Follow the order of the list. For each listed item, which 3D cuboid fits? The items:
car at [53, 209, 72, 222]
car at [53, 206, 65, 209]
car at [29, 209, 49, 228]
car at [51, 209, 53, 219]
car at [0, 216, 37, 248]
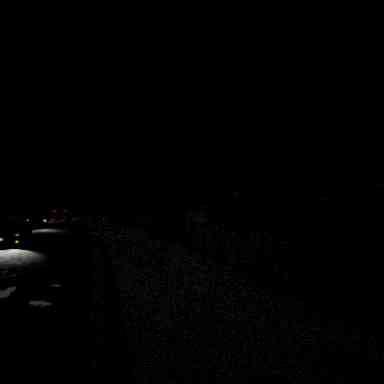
[{"bbox_3d":[-18.210,3.444,47.185,1.994,1.385,4.181,2,-3,-25],"label":"car"},{"bbox_3d":[-22.503,3.454,56.100,2.150,2.045,5.566,2,-3,-27],"label":"car"},{"bbox_3d":[-15.399,2.743,33.144,1.882,1.535,5.008,2,-3,-22],"label":"car"},{"bbox_3d":[-21.489,3.195,47.646,2.033,1.411,5.357,2,-3,-25],"label":"car"},{"bbox_3d":[-10.004,2.220,18.198,1.994,1.385,4.181,2,-3,-18],"label":"car"}]
